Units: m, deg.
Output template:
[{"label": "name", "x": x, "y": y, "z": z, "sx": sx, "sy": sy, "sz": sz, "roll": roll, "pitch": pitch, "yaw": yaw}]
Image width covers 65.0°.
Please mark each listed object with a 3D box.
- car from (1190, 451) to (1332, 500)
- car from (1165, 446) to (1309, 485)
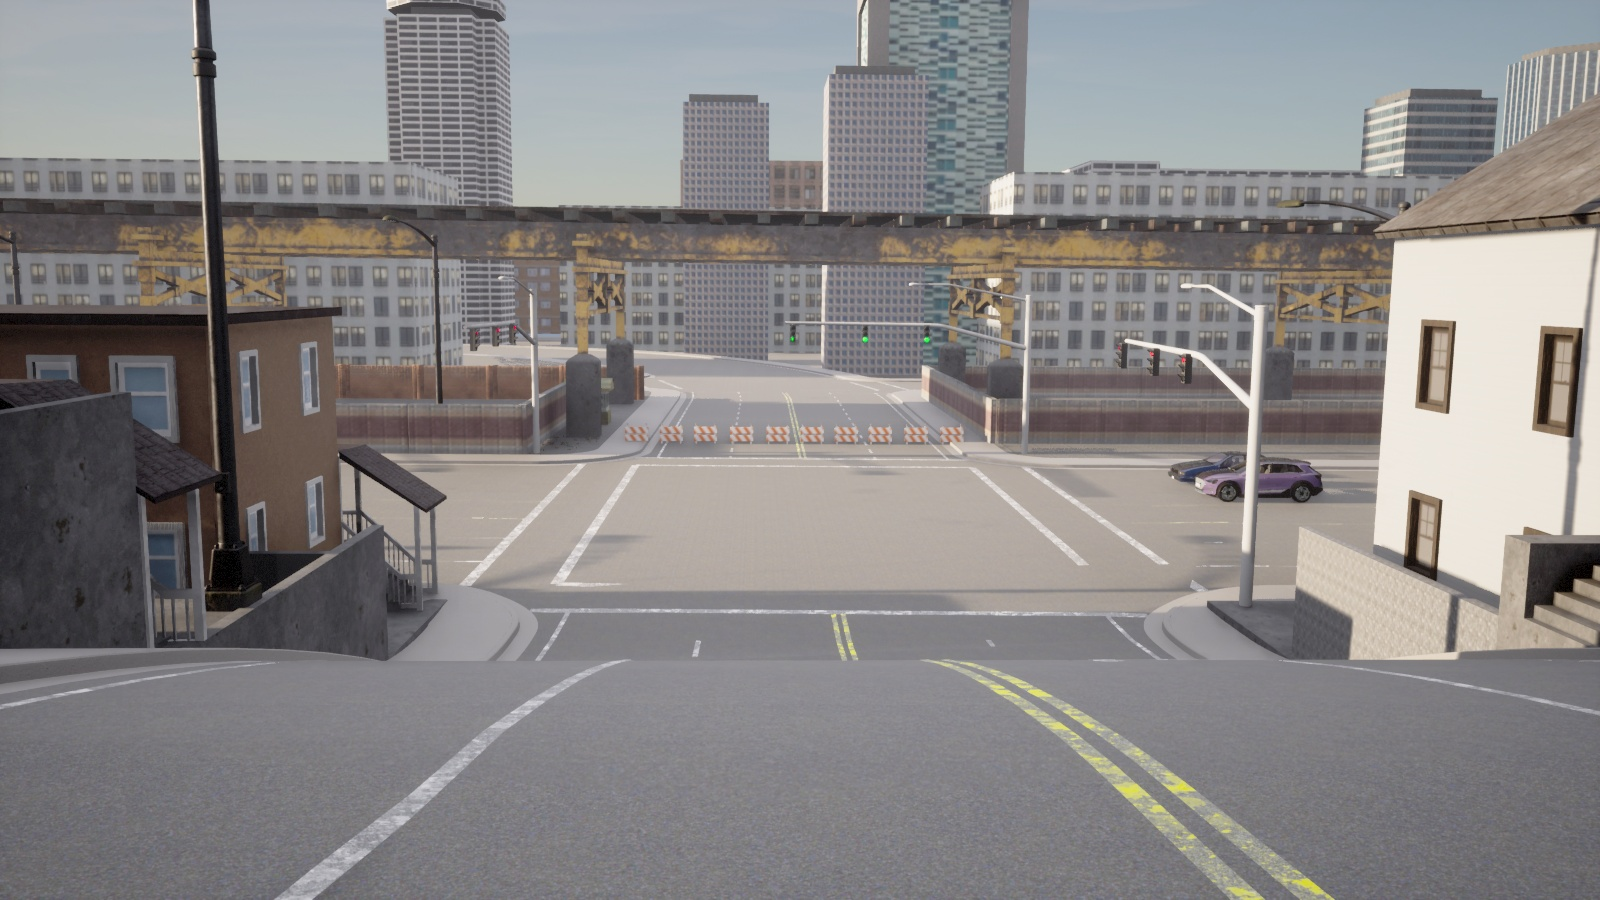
[{"label": "car", "x": 18.331, "y": 0.991, "z": 50.136, "sx": 4.856, "sy": 1.649, "sz": 2.033, "roll": 0, "pitch": 8, "yaw": 0}, {"label": "car", "x": 18.595, "y": 0.645, "z": 53.626, "sx": 5.357, "sy": 1.411, "sz": 2.033, "roll": 0, "pitch": 8, "yaw": 0}]
